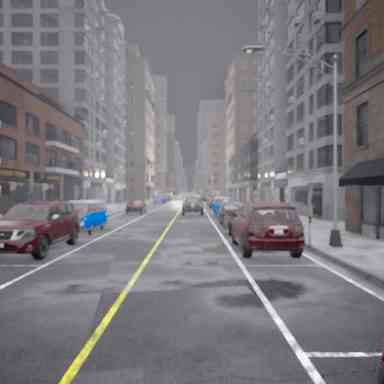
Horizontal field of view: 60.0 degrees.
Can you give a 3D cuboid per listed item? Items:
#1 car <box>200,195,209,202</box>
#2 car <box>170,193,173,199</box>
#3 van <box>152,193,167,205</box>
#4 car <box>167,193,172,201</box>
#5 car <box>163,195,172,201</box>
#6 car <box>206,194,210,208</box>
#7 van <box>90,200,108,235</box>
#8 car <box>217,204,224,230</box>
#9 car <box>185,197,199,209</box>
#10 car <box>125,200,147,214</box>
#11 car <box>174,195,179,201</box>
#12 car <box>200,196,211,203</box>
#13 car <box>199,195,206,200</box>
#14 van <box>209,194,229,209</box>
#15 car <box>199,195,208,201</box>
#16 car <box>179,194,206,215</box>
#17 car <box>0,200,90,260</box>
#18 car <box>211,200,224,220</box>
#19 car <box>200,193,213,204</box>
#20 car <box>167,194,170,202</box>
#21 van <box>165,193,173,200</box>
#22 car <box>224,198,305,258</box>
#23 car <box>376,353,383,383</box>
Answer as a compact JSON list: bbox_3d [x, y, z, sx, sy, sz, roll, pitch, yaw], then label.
[{"bbox_3d":[2.712,1.442,74.083,1.947,1.339,4.313,0,0,0],"label":"car"},{"bbox_3d":[-5.812,1.191,74.082,2.192,1.841,5.009,0,0,0],"label":"car"},{"bbox_3d":[-5.823,1.257,57.326,1.690,1.788,3.998,0,0,0],"label":"van"},{"bbox_3d":[-5.817,1.456,68.498,1.947,1.339,4.313,0,0,0],"label":"car"},{"bbox_3d":[-5.810,1.408,79.670,1.887,1.381,4.507,0,0,0],"label":"car"},{"bbox_3d":[3.171,1.448,44.300,1.837,1.490,4.892,0,0,0],"label":"car"},{"bbox_3d":[-5.846,1.331,18.222,1.690,1.788,3.998,0,0,0],"label":"van"},{"bbox_3d":[2.680,1.555,18.232,1.947,1.339,4.313,0,0,0],"label":"car"},{"bbox_3d":[0.058,1.466,45.688,1.812,1.442,4.674,0,0,1],"label":"car"},{"bbox_3d":[-5.836,1.508,34.982,1.887,1.381,4.507,0,0,0],"label":"car"},{"bbox_3d":[-2.956,1.318,75.835,1.812,1.442,4.674,0,0,0],"label":"car"},{"bbox_3d":[2.709,1.440,68.498,2.008,1.369,4.403,0,0,0],"label":"car"},{"bbox_3d":[2.718,1.431,85.253,1.802,1.307,4.206,0,0,0],"label":"car"},{"bbox_3d":[2.687,1.314,29.403,1.690,1.788,3.998,0,0,0],"label":"van"},{"bbox_3d":[2.715,1.428,79.668,1.947,1.339,4.313,0,0,0],"label":"car"},{"bbox_3d":[0.072,1.318,33.003,2.097,1.767,4.553,0,0,0],"label":"car"},{"bbox_3d":[-5.849,1.310,12.637,2.192,1.841,5.009,0,0,0],"label":"car"},{"bbox_3d":[2.683,1.533,23.818,2.008,1.369,4.403,0,0,0],"label":"car"},{"bbox_3d":[2.706,1.218,62.912,2.192,1.841,5.009,0,0,0],"label":"car"},{"bbox_3d":[-5.820,1.469,62.912,1.947,1.339,4.313,0,0,0],"label":"car"},{"bbox_3d":[-5.806,1.190,85.255,1.690,1.788,3.998,0,0,0],"label":"van"},{"bbox_3d":[2.676,1.309,12.647,2.192,1.841,5.009,0,0,0],"label":"car"},{"bbox_3d":[2.670,1.440,1.477,1.967,1.590,4.097,0,0,0],"label":"car"}]
